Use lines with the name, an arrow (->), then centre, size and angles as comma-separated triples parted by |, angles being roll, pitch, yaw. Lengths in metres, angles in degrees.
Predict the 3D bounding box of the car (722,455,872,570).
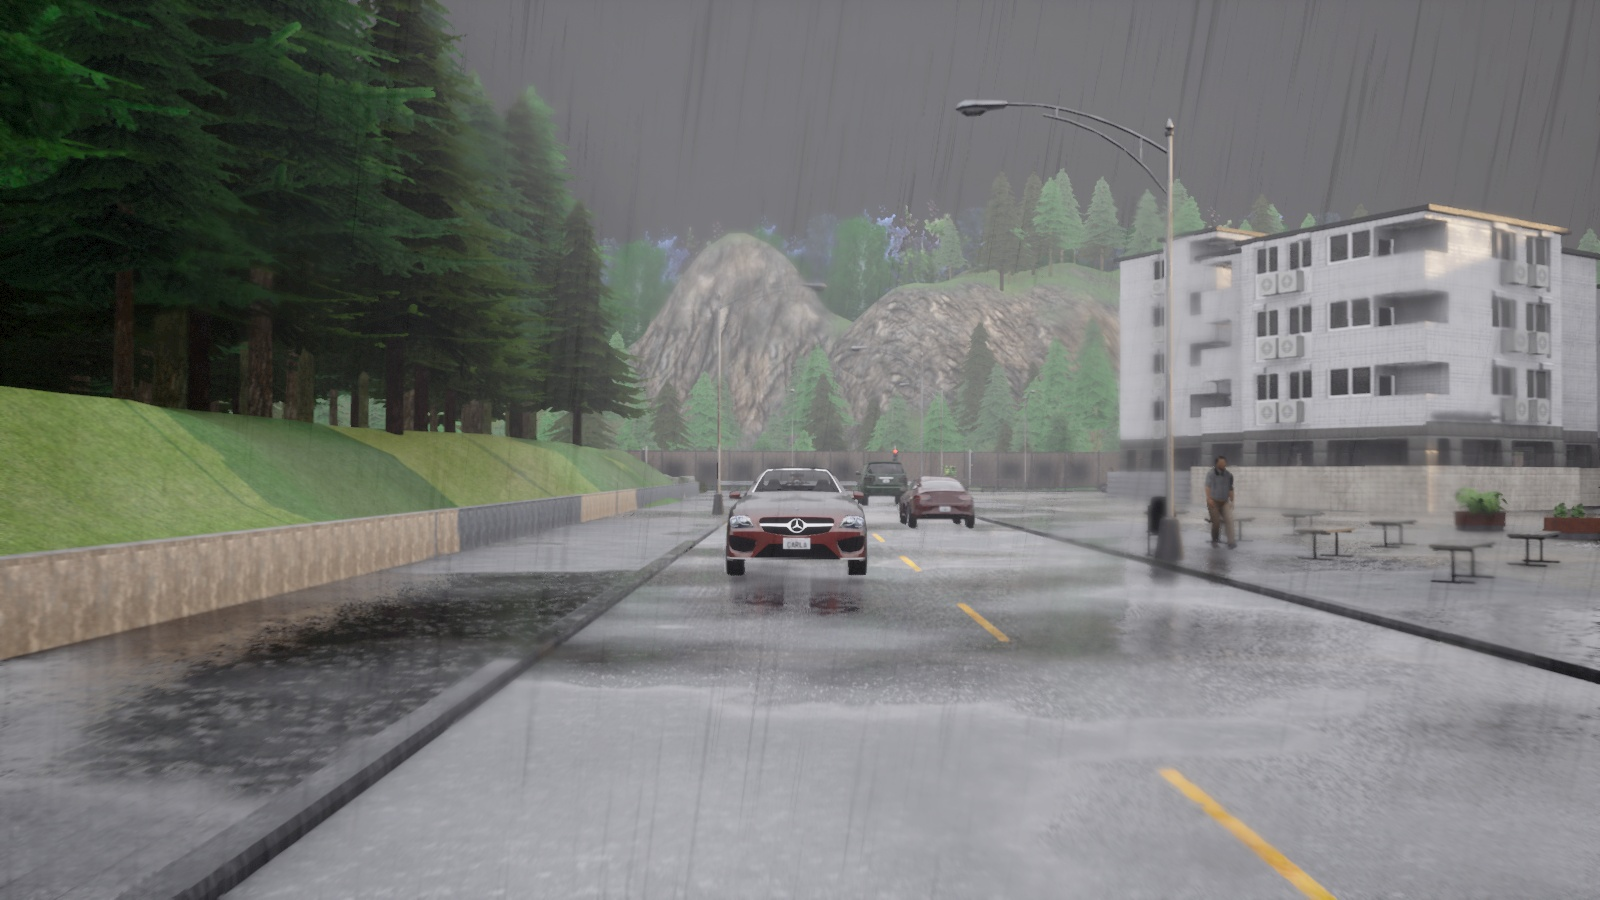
car -> -0.047, 0.938, 20.596 | 2.152, 1.651, 5.027 | 0, -1, 0

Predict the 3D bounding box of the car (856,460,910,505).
car -> 3.870, 1.509, 59.234 | 2.150, 2.045, 5.566 | 0, -1, 0

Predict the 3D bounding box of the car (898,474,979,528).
car -> 3.920, 1.433, 36.333 | 1.812, 1.442, 4.674 | 0, -1, 0

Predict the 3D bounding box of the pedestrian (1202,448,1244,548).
pedestrian -> 7.948, 0.888, 23.622 | 0.540, 1.848, 0.694 | 0, -1, 0
